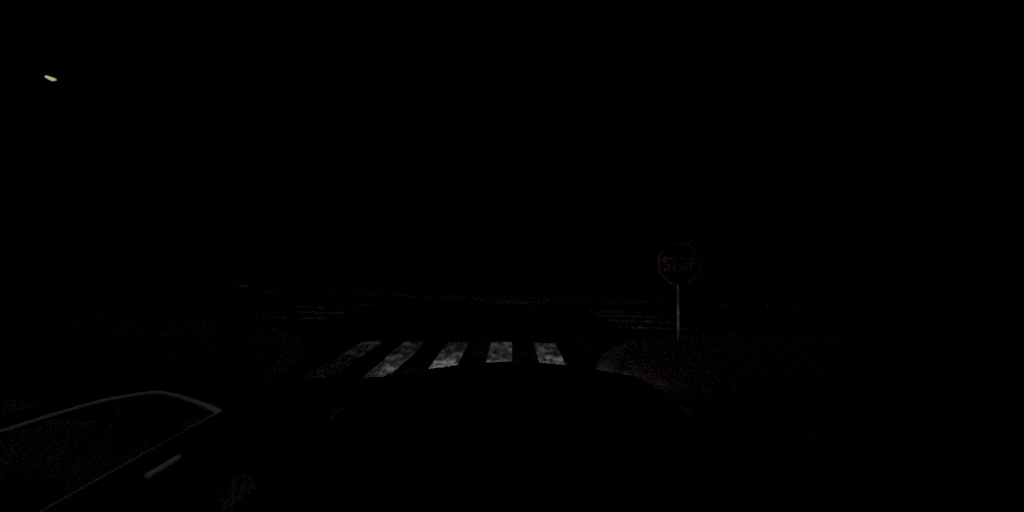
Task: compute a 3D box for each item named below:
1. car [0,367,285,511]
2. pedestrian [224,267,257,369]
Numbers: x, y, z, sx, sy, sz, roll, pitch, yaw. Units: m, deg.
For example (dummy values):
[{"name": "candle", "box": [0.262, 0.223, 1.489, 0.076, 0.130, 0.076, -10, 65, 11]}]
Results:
[{"name": "car", "box": [-2.637, 1.295, 1.070, 2.007, 1.370, 4.403, 0, 0, 0]}, {"name": "pedestrian", "box": [-4.176, 1.073, 5.436, 0.375, 1.860, 0.375, 1, -1, 0]}]
